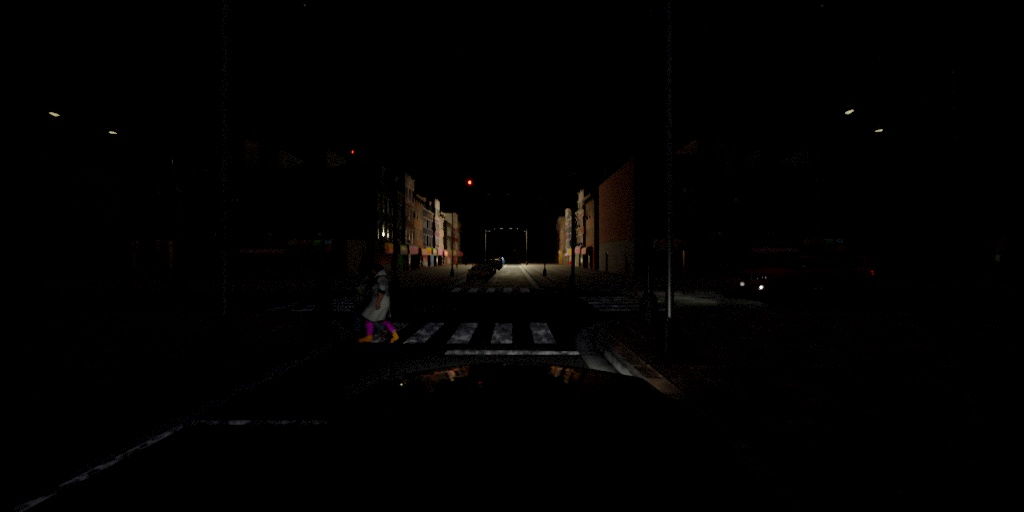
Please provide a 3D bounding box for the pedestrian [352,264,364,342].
[{"bbox_3d":[-3.502,1.039,8.619,0.375,1.860,0.375,0,0,0],"label":"pedestrian"}]

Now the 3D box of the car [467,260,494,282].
[{"bbox_3d":[-2.623,1.273,28.713,1.751,1.417,4.829,0,0,0],"label":"car"}]

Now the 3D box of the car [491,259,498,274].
[{"bbox_3d":[-2.620,1.297,34.488,1.888,1.381,4.507,0,0,0],"label":"car"}]

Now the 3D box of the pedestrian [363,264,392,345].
[{"bbox_3d":[-2.993,1.040,8.019,0.375,1.860,0.375,0,0,0],"label":"pedestrian"}]

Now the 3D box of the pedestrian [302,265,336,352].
[{"bbox_3d":[-3.980,1.040,7.420,0.375,1.860,0.375,0,0,0],"label":"pedestrian"}]

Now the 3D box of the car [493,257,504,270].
[{"bbox_3d":[-2.610,1.214,51.303,1.967,1.591,4.097,0,0,0],"label":"car"}]

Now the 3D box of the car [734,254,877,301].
[{"bbox_3d":[13.496,0.945,16.690,5.566,2.045,2.150,0,0,0],"label":"car"}]

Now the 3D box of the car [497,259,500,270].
[{"bbox_3d":[-2.617,1.339,40.093,1.802,1.307,4.207,0,0,0],"label":"car"}]
